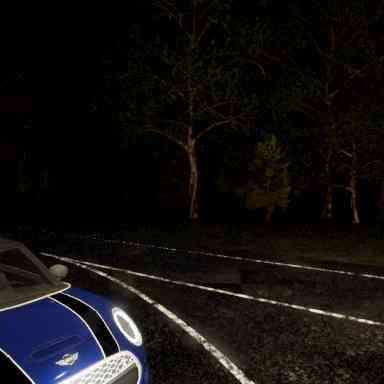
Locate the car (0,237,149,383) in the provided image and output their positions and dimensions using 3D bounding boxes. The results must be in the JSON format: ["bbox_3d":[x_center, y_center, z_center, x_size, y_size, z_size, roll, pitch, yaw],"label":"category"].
[{"bbox_3d":[-2.644,1.338,3.762,4.553,1.767,2.097,1,0,35],"label":"car"}]
